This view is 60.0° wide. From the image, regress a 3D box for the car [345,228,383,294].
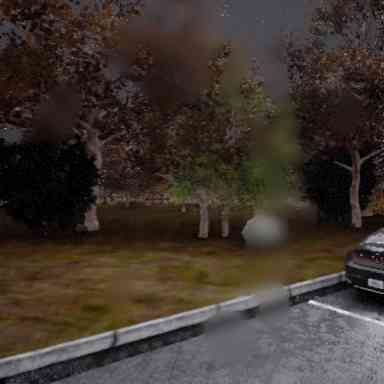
[{"bbox_3d":[5.547,1.489,7.715,4.892,1.521,2.231,0,0,-33],"label":"car"}]
